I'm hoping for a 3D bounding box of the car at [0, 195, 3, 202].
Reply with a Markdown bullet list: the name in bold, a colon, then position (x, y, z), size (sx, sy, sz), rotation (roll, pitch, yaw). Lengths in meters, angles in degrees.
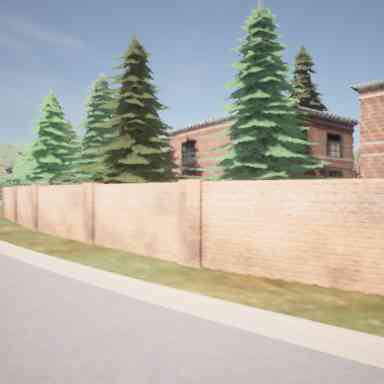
- **car**: position (-36.294, 1.367, 65.254), size (1.837, 1.490, 4.892), rotation (0, 0, -5)
